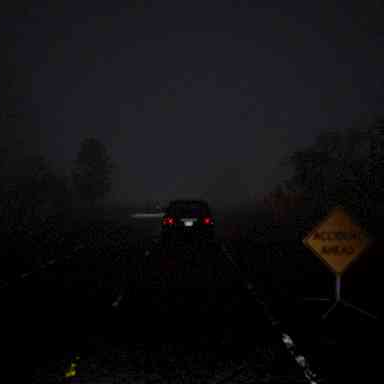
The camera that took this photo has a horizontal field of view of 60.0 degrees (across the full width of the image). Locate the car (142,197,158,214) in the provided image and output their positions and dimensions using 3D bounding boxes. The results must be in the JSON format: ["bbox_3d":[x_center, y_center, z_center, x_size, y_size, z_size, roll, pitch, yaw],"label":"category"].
[{"bbox_3d":[-4.852,1.724,39.833,1.882,1.535,5.008,0,0,-5],"label":"car"}]

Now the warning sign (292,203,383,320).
[{"bbox_3d":[2.608,1.150,5.951,1.300,1.860,1.060,0,0,-1],"label":"warning sign"}]

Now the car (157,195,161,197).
[{"bbox_3d":[-7.750,1.927,90.774,2.097,1.767,4.553,0,0,-11],"label":"car"}]

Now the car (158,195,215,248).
[{"bbox_3d":[-0.211,1.314,15.360,2.150,2.045,5.566,0,0,-2],"label":"car"}]

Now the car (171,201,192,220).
[{"bbox_3d":[-1.049,1.697,31.800,1.837,1.490,4.892,0,0,-4],"label":"car"}]
